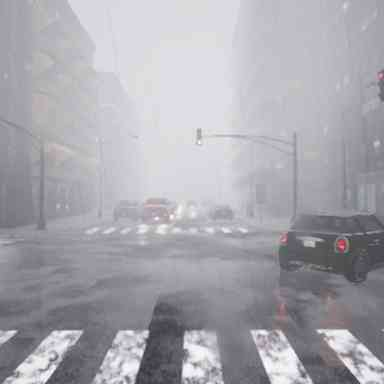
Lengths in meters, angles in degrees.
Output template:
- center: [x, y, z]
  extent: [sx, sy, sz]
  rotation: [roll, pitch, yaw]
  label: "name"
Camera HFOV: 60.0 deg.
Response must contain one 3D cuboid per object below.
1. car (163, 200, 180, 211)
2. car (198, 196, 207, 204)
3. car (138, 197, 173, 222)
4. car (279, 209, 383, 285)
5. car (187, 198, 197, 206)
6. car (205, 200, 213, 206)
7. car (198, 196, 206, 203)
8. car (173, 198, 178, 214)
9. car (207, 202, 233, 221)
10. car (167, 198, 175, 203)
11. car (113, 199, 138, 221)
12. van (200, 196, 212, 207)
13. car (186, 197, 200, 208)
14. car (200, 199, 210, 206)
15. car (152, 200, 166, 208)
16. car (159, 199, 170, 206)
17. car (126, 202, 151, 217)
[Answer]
- center: [-3.002, 1.922, 49.396]
  extent: [2.128, 1.511, 4.902]
  rotation: [0, 0, 0]
  label: "car"
- center: [2.702, 2.063, 85.777]
  extent: [2.192, 1.841, 5.009]
  rotation: [1, -1, 0]
  label: "car"
- center: [-3.122, 1.480, 29.760]
  extent: [2.150, 2.045, 5.566]
  rotation: [0, 0, 0]
  label: "car"
- center: [4.579, 1.341, 9.710]
  extent: [4.553, 1.767, 2.097]
  rotation: [1, -1, -40]
  label: "car"
- center: [-0.002, 2.104, 69.242]
  extent: [1.837, 1.490, 4.892]
  rotation: [0, -1, 0]
  label: "car"
- center: [2.700, 1.892, 35.636]
  extent: [1.802, 1.307, 4.206]
  rotation: [1, 0, 0]
  label: "car"
- center: [2.702, 2.112, 91.347]
  extent: [2.192, 1.841, 5.009]
  rotation: [1, -1, 0]
  label: "car"
- center: [-3.070, 1.694, 39.328]
  extent: [2.097, 1.767, 4.553]
  rotation: [0, -1, 0]
  label: "car"
- center: [2.700, 1.827, 30.066]
  extent: [1.947, 1.339, 4.313]
  rotation: [1, 0, 0]
  label: "car"
- center: [-5.682, 2.343, 91.386]
  extent: [1.887, 1.381, 4.507]
  rotation: [1, -1, 0]
  label: "car"
- center: [-5.677, 1.577, 30.108]
  extent: [2.192, 1.841, 5.009]
  rotation: [1, 0, 0]
  label: "car"
- center: [2.702, 1.845, 57.923]
  extent: [1.690, 1.788, 3.998]
  rotation: [1, 0, 0]
  label: "van"
- center: [-0.002, 1.993, 59.170]
  extent: [1.882, 1.535, 5.008]
  rotation: [0, 0, 0]
  label: "car"
- center: [2.699, 2.146, 69.062]
  extent: [1.887, 1.381, 4.507]
  rotation: [1, -1, 0]
  label: "car"
- center: [-5.681, 2.071, 57.960]
  extent: [1.947, 1.339, 4.313]
  rotation: [1, 0, 0]
  label: "car"
- center: [-5.681, 2.168, 69.101]
  extent: [1.947, 1.339, 4.313]
  rotation: [1, -1, 0]
  label: "car"
- center: [-5.680, 1.855, 35.677]
  extent: [1.887, 1.381, 4.507]
  rotation: [1, 0, 0]
  label: "car"
